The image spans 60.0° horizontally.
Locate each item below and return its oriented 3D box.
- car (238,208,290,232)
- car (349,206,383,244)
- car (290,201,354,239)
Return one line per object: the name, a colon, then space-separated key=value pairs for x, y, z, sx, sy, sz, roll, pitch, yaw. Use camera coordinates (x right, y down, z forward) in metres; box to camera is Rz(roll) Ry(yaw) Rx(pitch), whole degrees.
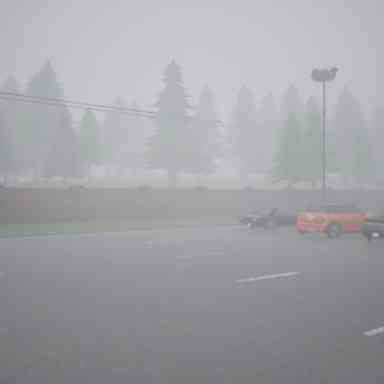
car: x=5.244 y=1.596 z=20.064 sx=4.718 sy=1.301 sz=1.895 roll=0 pitch=0 yaw=-26
car: x=9.493 y=1.494 z=14.360 sx=4.902 sy=1.511 sz=2.128 roll=0 pitch=0 yaw=-26
car: x=7.756 y=1.351 z=17.408 sx=4.553 sy=1.767 sz=2.097 roll=0 pitch=0 yaw=-26
